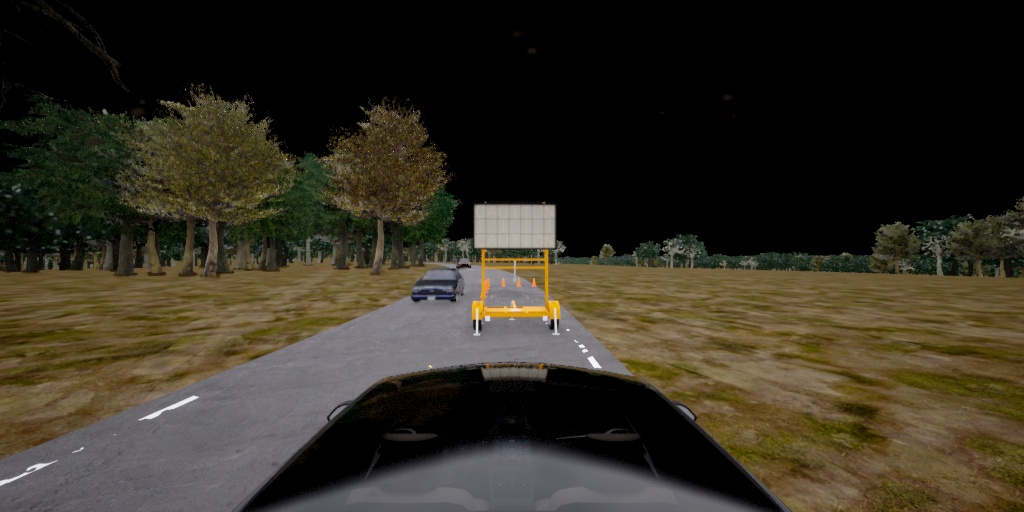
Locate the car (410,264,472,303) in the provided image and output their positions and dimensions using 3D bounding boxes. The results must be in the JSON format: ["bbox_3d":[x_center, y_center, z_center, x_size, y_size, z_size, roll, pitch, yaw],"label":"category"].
[{"bbox_3d":[-3.239,1.297,16.759,2.033,1.411,5.357,0,0,-2],"label":"car"}]

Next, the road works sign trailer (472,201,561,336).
[{"bbox_3d":[0.079,0.214,10.447,2.380,3.560,2.880,0,0,-2],"label":"road works sign trailer"}]

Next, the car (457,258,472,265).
[{"bbox_3d":[-7.404,1.114,55.414,2.097,1.767,4.553,0,0,-11],"label":"car"}]
